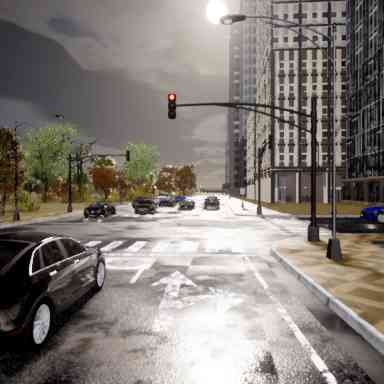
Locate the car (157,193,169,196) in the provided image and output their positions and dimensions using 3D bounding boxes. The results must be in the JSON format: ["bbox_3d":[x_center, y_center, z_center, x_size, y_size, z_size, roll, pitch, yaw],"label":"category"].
[{"bbox_3d":[-5.595,1.221,65.365,2.150,2.045,5.566,0,0,5],"label":"car"}]

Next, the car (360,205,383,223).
[{"bbox_3d":[14.356,1.318,22.991,5.008,1.535,1.882,-1,0,5],"label":"car"}]

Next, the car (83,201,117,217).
[{"bbox_3d":[-8.430,1.553,30.712,1.994,1.385,4.181,0,0,4],"label":"car"}]

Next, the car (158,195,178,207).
[{"bbox_3d":[-3.675,1.556,49.346,1.994,1.385,4.181,0,0,5],"label":"car"}]

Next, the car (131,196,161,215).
[{"bbox_3d":[-4.646,1.495,33.838,1.837,1.490,4.892,0,0,1],"label":"car"}]

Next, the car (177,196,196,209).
[{"bbox_3d":[-0.541,1.593,45.364,1.895,1.301,4.718,0,0,5],"label":"car"}]

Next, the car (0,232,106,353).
[{"bbox_3d":[-3.023,1.504,6.175,1.837,1.490,4.892,0,0,1],"label":"car"}]

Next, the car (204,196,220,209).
[{"bbox_3d":[2.806,1.345,46.435,2.097,1.767,4.553,0,0,5],"label":"car"}]
